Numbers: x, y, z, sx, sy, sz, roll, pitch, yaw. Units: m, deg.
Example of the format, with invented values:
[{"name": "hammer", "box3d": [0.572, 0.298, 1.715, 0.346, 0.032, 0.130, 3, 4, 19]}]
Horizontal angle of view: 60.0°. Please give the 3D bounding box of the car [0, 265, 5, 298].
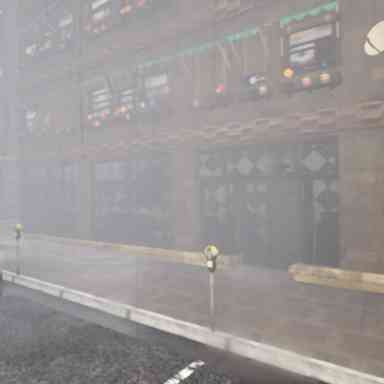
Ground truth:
[{"name": "car", "box3d": [-5.402, 1.556, 6.743, 4.206, 1.307, 1.802, 0, -1, 36]}]
